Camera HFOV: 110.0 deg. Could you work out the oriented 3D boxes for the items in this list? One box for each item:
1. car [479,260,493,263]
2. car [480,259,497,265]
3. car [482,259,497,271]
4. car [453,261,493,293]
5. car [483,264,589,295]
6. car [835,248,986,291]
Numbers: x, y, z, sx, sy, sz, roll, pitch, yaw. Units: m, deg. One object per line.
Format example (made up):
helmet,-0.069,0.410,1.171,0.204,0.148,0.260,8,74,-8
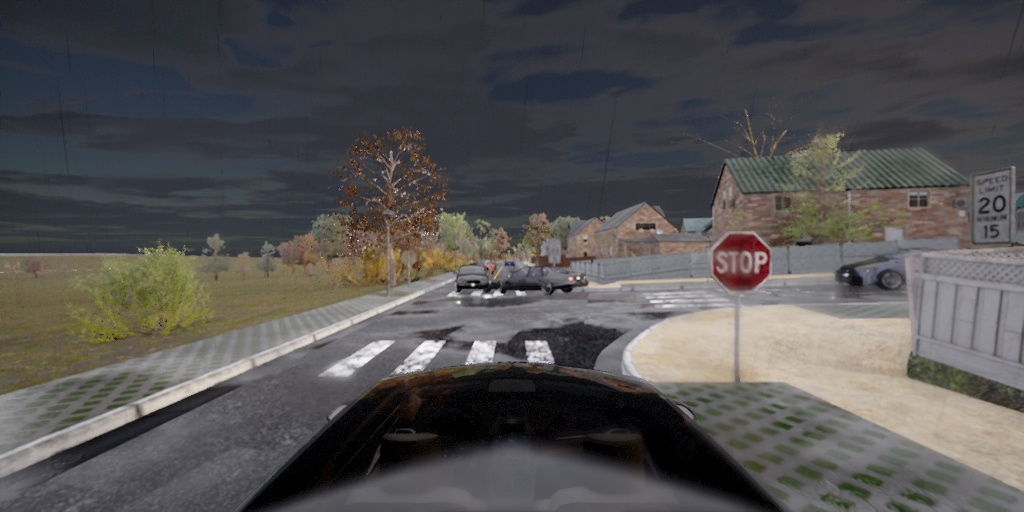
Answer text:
car,-3.050,1.325,30.995,2.033,1.411,5.357,0,0,0
car,-3.114,1.144,40.998,2.097,1.767,4.553,0,0,0
car,-3.169,1.285,51.035,1.882,1.535,5.008,0,0,0
car,-2.381,1.269,21.185,1.837,1.490,4.892,0,0,-8
car,1.227,1.208,18.299,5.357,1.411,2.033,-4,-3,42
car,14.316,0.420,12.767,4.181,1.385,1.994,-3,0,16
